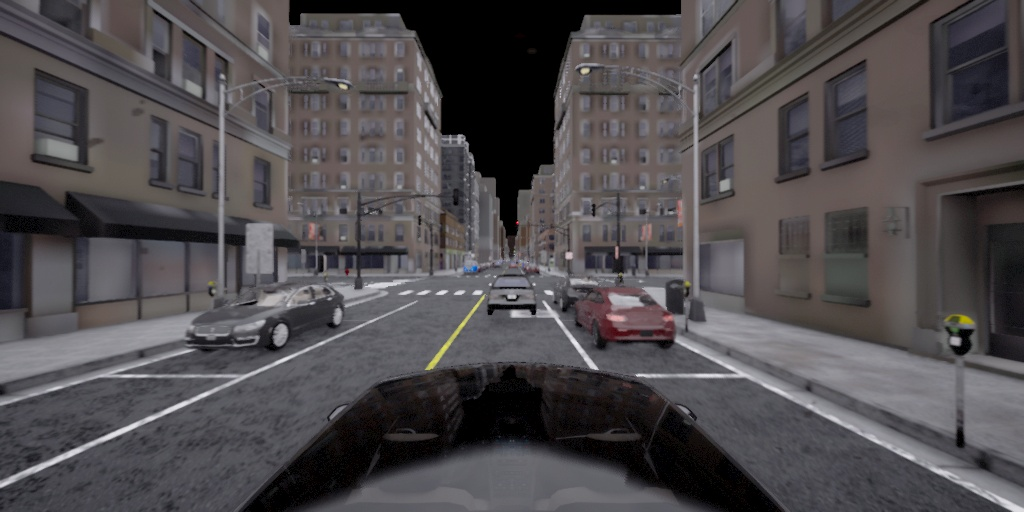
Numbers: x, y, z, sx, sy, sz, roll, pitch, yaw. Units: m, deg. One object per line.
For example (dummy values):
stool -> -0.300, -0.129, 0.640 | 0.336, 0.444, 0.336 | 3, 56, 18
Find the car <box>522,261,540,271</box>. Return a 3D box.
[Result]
car -> 2.793, 1.676, 49.410 | 1.967, 1.591, 4.097 | 0, 0, 0

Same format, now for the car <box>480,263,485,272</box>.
car -> -5.710, 1.735, 55.110 | 1.967, 1.591, 4.097 | 0, 0, 0

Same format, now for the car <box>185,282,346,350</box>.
car -> -5.860, 1.376, 9.160 | 2.007, 1.370, 4.403 | 0, 0, 0

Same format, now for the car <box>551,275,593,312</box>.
car -> 2.664, 1.432, 14.762 | 2.007, 1.370, 4.403 | 0, 0, 0

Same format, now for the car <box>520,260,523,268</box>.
car -> 2.838, 1.792, 60.748 | 1.967, 1.591, 4.097 | 0, 0, 0

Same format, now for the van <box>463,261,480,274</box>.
van -> -5.733, 1.577, 49.442 | 1.690, 1.789, 3.998 | 0, 0, 0

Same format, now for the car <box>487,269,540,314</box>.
car -> 0.007, 1.426, 14.386 | 2.033, 1.411, 5.357 | 0, -1, 0

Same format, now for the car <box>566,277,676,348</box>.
car -> 2.666, 1.407, 9.169 | 1.802, 1.307, 4.207 | 0, 0, 0

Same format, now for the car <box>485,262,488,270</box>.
car -> -5.687, 1.919, 60.779 | 1.948, 1.339, 4.313 | 0, 0, 0
